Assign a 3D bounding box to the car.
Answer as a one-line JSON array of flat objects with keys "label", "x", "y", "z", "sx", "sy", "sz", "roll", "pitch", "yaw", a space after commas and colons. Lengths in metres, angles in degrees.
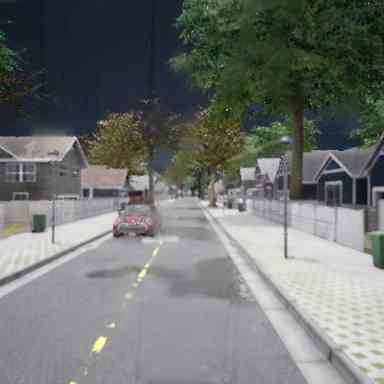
[{"label": "car", "x": -2.802, "y": 1.412, "z": 17.917, "sx": 2.097, "sy": 1.767, "sz": 4.553, "roll": 0, "pitch": 0, "yaw": 1}]
